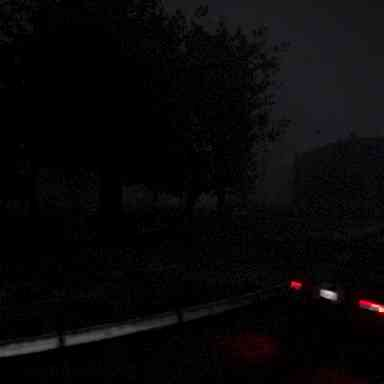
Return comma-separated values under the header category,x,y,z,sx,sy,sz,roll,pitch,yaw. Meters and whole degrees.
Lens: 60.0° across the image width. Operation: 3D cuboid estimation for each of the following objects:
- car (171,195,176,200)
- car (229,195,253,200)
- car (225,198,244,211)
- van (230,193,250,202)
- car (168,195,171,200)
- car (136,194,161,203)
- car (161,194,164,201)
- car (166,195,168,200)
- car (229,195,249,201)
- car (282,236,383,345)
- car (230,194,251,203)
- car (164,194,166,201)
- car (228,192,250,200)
category,x,y,z,sx,sy,sz,roll,pitch,yaw
car,-7.897,1.130,88.227,5.566,2.045,2.435,0,1,7
car,9.919,1.600,67.567,4.792,1.488,2.163,0,0,7
car,5.050,1.743,43.060,1.895,1.301,4.718,0,0,-9
van,10.833,1.304,75.859,4.442,1.987,1.878,0,0,7
car,-8.532,1.434,82.752,4.892,1.521,2.231,0,0,7
car,-9.810,1.381,71.788,4.553,1.767,2.185,0,0,7
car,-9.517,1.492,74.536,5.008,1.535,2.097,0,0,7
car,-8.824,1.329,80.004,4.553,1.767,2.185,0,0,7
car,11.943,1.453,84.127,5.008,1.535,2.097,0,1,7
car,4.073,1.579,6.357,5.357,1.411,2.033,0,0,-35
car,10.631,1.422,72.955,4.553,1.767,2.185,0,0,7
car,-9.181,1.513,77.271,4.674,1.452,2.002,0,0,7
car,12.629,1.148,89.514,5.566,2.045,2.435,0,1,7
